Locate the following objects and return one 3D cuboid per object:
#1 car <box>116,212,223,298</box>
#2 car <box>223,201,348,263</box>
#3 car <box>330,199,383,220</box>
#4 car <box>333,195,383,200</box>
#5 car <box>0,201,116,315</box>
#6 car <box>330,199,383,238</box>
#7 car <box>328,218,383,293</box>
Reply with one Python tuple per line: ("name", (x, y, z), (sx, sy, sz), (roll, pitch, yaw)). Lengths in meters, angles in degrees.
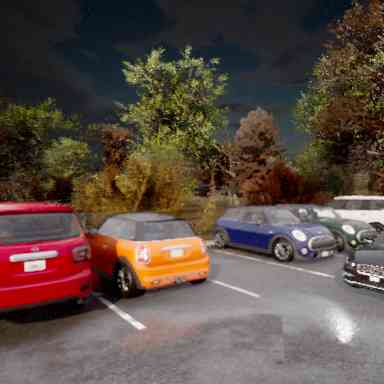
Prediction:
("car", (-1.556, 1.341, 8.916), (2.185, 1.767, 4.553), (0, 0, -36))
("car", (2.837, 1.323, 12.133), (2.185, 1.767, 4.553), (0, 0, -36))
("car", (5.103, 1.314, 13.752), (2.185, 1.767, 4.553), (0, 0, -36))
("car", (7.472, 1.179, 15.442), (2.435, 2.045, 5.566), (0, 0, -36))
("car", (-3.958, 1.225, 7.272), (2.435, 2.045, 5.566), (0, 0, -36))
("car", (9.773, 1.295, 17.013), (2.185, 1.767, 4.553), (0, 0, -36))
("car", (5.573, 1.477, 7.950), (4.892, 1.490, 1.837), (0, 0, -35))
